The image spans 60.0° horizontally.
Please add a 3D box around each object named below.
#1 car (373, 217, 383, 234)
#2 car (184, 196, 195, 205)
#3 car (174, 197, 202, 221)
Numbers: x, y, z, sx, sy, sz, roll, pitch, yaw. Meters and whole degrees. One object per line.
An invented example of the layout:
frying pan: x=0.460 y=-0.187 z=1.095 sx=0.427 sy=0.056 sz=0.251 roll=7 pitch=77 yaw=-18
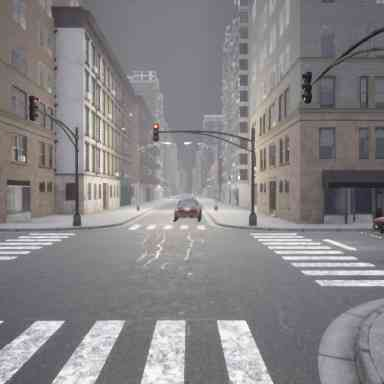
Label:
car: x=11.647 y=1.530 z=16.970 sx=4.507 sy=1.381 sz=1.887 roll=0 pitch=0 yaw=0
car: x=-0.446 y=1.541 z=59.170 sx=1.812 sy=1.442 sz=4.674 roll=0 pitch=0 yaw=0
car: x=-0.275 y=1.354 z=27.070 sx=2.097 sy=1.767 sz=4.553 roll=0 pitch=0 yaw=2
